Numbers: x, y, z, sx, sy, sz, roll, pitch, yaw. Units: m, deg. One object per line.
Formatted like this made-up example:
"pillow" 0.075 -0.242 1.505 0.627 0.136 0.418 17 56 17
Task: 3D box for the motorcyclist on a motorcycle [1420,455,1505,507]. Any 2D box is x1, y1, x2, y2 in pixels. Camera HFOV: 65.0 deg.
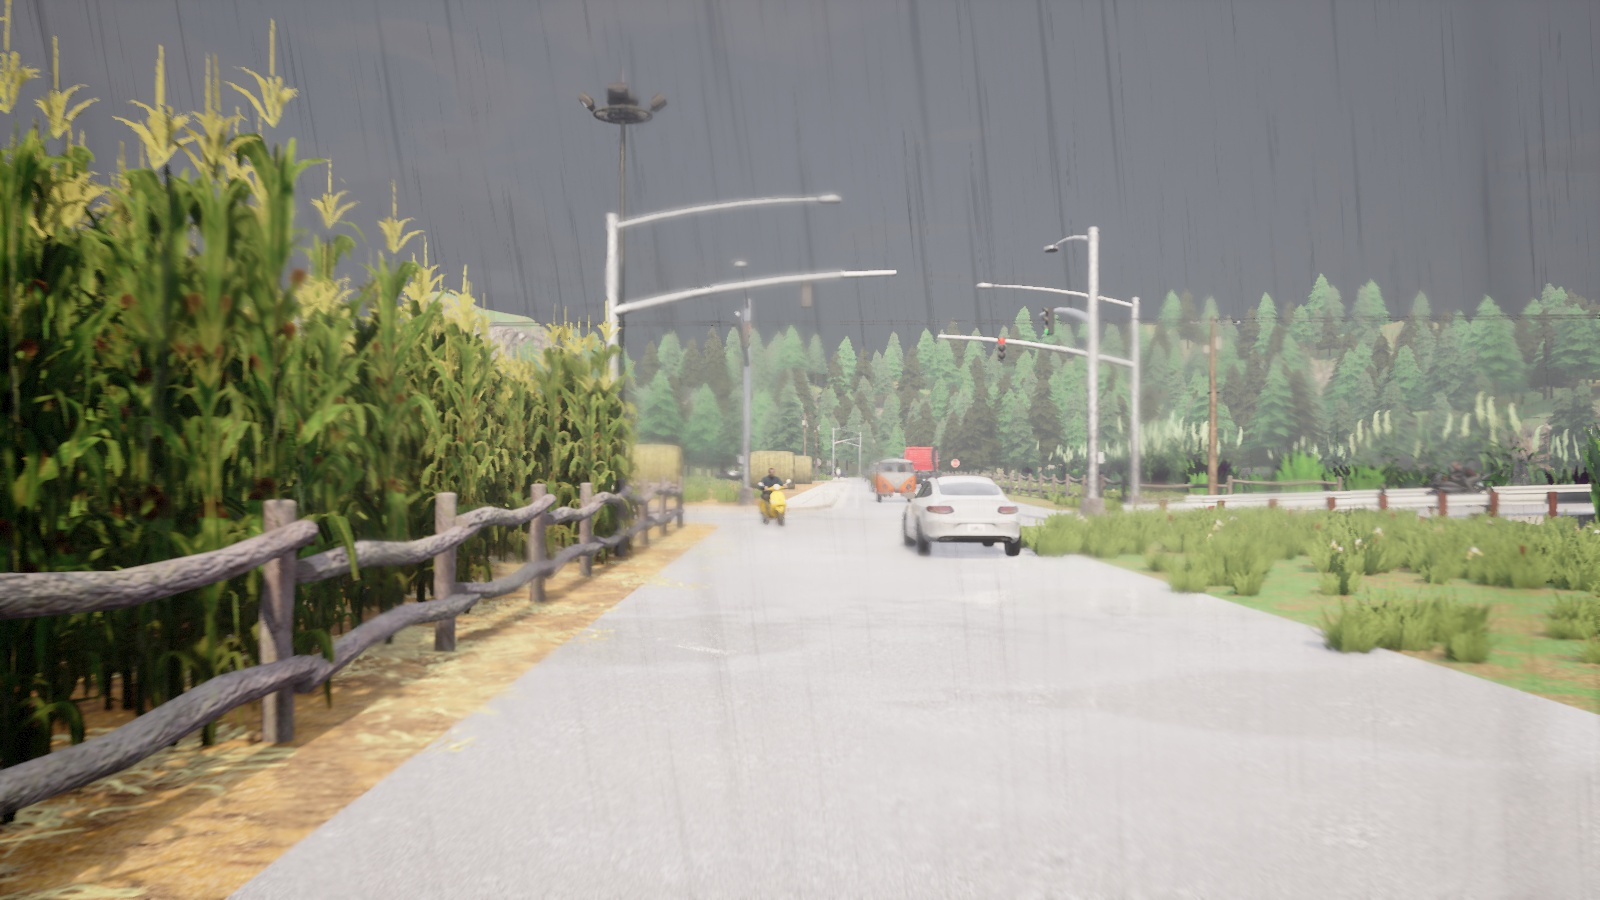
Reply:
"motorcyclist on a motorcycle" 21.424 1.002 40.647 2.191 1.530 0.866 -3 -1 5

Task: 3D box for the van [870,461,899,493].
"van" 5.482 1.733 81.473 1.775 1.987 4.442 0 -1 3

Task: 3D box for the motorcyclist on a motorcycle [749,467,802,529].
"motorcyclist on a motorcycle" -0.689 1.282 34.160 0.866 1.590 1.817 -2 0 -19

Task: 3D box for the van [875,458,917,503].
"van" 4.383 1.378 57.555 1.775 1.987 4.442 0 -1 3

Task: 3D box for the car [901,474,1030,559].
"car" 3.043 1.186 23.998 1.812 1.442 4.674 0 -1 0
